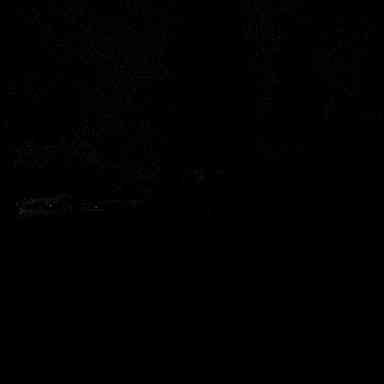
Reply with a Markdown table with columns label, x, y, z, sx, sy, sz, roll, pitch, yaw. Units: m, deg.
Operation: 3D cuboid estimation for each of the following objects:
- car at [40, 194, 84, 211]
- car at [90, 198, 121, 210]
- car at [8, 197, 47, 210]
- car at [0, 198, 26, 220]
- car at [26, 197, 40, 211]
| label | x | y | z | sx | sy | sz | roll | pitch | yaw |
| --- | --- | --- | --- | --- | --- | --- | --- | --- | --- |
| car | -15.603 | 1.214 | 40.936 | 2.150 | 2.045 | 5.566 | 0 | 0 | 14 |
| car | -11.259 | 1.540 | 43.850 | 2.033 | 1.411 | 5.357 | 0 | 0 | 14 |
| car | -21.914 | 1.492 | 44.538 | 1.837 | 1.490 | 4.892 | 0 | 0 | 14 |
| car | -15.734 | 1.468 | 25.811 | 1.882 | 1.535 | 5.008 | 0 | 0 | 14 |
| car | -19.001 | 1.466 | 41.763 | 1.882 | 1.535 | 5.008 | 0 | 0 | 14 |
